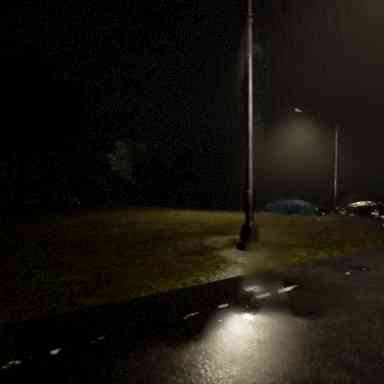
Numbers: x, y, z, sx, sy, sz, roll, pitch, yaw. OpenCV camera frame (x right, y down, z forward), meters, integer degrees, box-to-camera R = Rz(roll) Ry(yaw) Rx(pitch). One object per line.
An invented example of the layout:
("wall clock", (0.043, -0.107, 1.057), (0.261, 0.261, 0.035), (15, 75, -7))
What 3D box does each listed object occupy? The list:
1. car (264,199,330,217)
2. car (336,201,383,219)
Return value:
("car", (8.420, 1.280, 27.259), (2.033, 1.411, 5.357), (3, -2, -35))
("car", (15.317, 1.536, 29.601), (2.128, 1.511, 4.902), (3, -2, -35))
